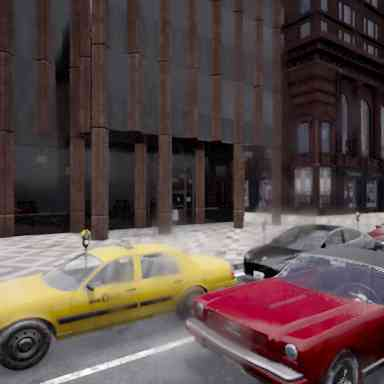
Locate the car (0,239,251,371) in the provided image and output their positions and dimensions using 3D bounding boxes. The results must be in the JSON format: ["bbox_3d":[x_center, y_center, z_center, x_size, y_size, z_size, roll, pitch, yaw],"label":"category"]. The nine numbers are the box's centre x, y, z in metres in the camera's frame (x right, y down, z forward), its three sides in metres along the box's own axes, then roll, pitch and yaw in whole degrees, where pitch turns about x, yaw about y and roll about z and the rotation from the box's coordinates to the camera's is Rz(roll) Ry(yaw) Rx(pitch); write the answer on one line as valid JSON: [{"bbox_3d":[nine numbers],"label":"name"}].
[{"bbox_3d":[-1.392,1.529,5.658,4.829,1.417,1.752,0,0,-36],"label":"car"}]

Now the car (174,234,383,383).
[{"bbox_3d":[2.264,1.609,4.994,4.718,1.301,1.895,0,0,-36],"label":"car"}]

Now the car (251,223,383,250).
[{"bbox_3d":[3.334,1.579,9.031,4.313,1.339,1.947,0,0,-36],"label":"car"}]
